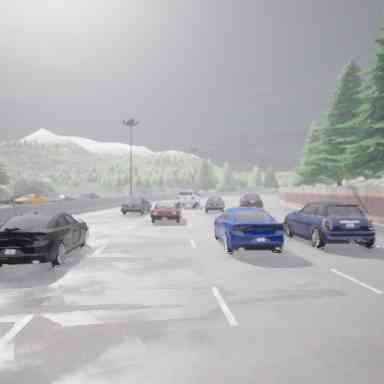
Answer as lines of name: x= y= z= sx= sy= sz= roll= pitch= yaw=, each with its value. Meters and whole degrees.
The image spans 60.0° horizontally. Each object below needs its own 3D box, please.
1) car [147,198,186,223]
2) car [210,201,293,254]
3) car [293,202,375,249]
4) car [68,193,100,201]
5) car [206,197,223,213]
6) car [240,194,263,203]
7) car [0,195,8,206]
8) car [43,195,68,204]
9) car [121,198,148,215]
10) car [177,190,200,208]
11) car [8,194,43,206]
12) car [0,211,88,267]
car: x=-1.678 y=1.361 z=23.291 sx=1.895 sy=1.301 sz=4.718 roll=0 pitch=1 yaw=1
car: x=2.026 y=1.335 z=12.986 sx=1.882 sy=1.535 sz=5.008 roll=0 pitch=1 yaw=-3
car: x=5.490 y=1.190 z=13.929 sx=2.097 sy=1.767 sz=4.553 roll=0 pitch=1 yaw=-3
car: x=-14.015 y=0.929 z=44.224 sx=2.097 sy=1.767 sz=4.553 roll=0 pitch=1 yaw=9
car: x=2.281 y=1.204 z=32.196 sx=2.033 sy=1.411 sz=5.357 roll=0 pitch=1 yaw=5
car: x=5.998 y=0.981 z=33.879 sx=2.097 sy=1.767 sz=4.553 roll=0 pitch=1 yaw=5
car: x=-24.478 y=1.104 z=45.215 sx=1.837 sy=1.490 sz=4.892 roll=0 pitch=0 yaw=9
car: x=-17.485 y=1.147 z=44.691 sx=1.994 sy=1.385 sz=4.181 roll=0 pitch=1 yaw=9
car: x=-4.909 y=1.249 z=29.892 sx=2.033 sy=1.411 sz=5.357 roll=0 pitch=1 yaw=4
car: x=-0.366 y=0.811 z=39.617 sx=2.150 sy=2.045 sz=5.566 roll=0 pitch=1 yaw=8
car: x=-21.181 y=1.082 z=43.548 sx=1.882 sy=1.535 sz=5.008 roll=0 pitch=0 yaw=8
car: x=-4.862 y=1.374 z=11.076 sx=1.882 sy=1.535 sz=5.008 roll=0 pitch=1 yaw=-4
